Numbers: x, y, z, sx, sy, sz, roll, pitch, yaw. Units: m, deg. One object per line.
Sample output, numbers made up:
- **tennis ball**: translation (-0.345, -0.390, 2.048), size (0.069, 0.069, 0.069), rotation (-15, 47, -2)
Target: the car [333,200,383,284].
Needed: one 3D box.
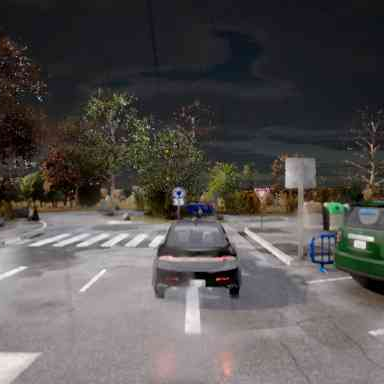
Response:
- **car**: translation (6.028, 1.232, 7.863), size (5.566, 2.045, 2.435), rotation (1, 0, -20)

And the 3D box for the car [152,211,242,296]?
- **car**: translation (0.102, 1.488, 8.633), size (2.128, 1.511, 4.902), rotation (0, 0, 0)

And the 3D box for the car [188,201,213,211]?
- **car**: translation (-0.113, 1.756, 38.125), size (5.008, 1.535, 1.882), rotation (2, 0, 23)
